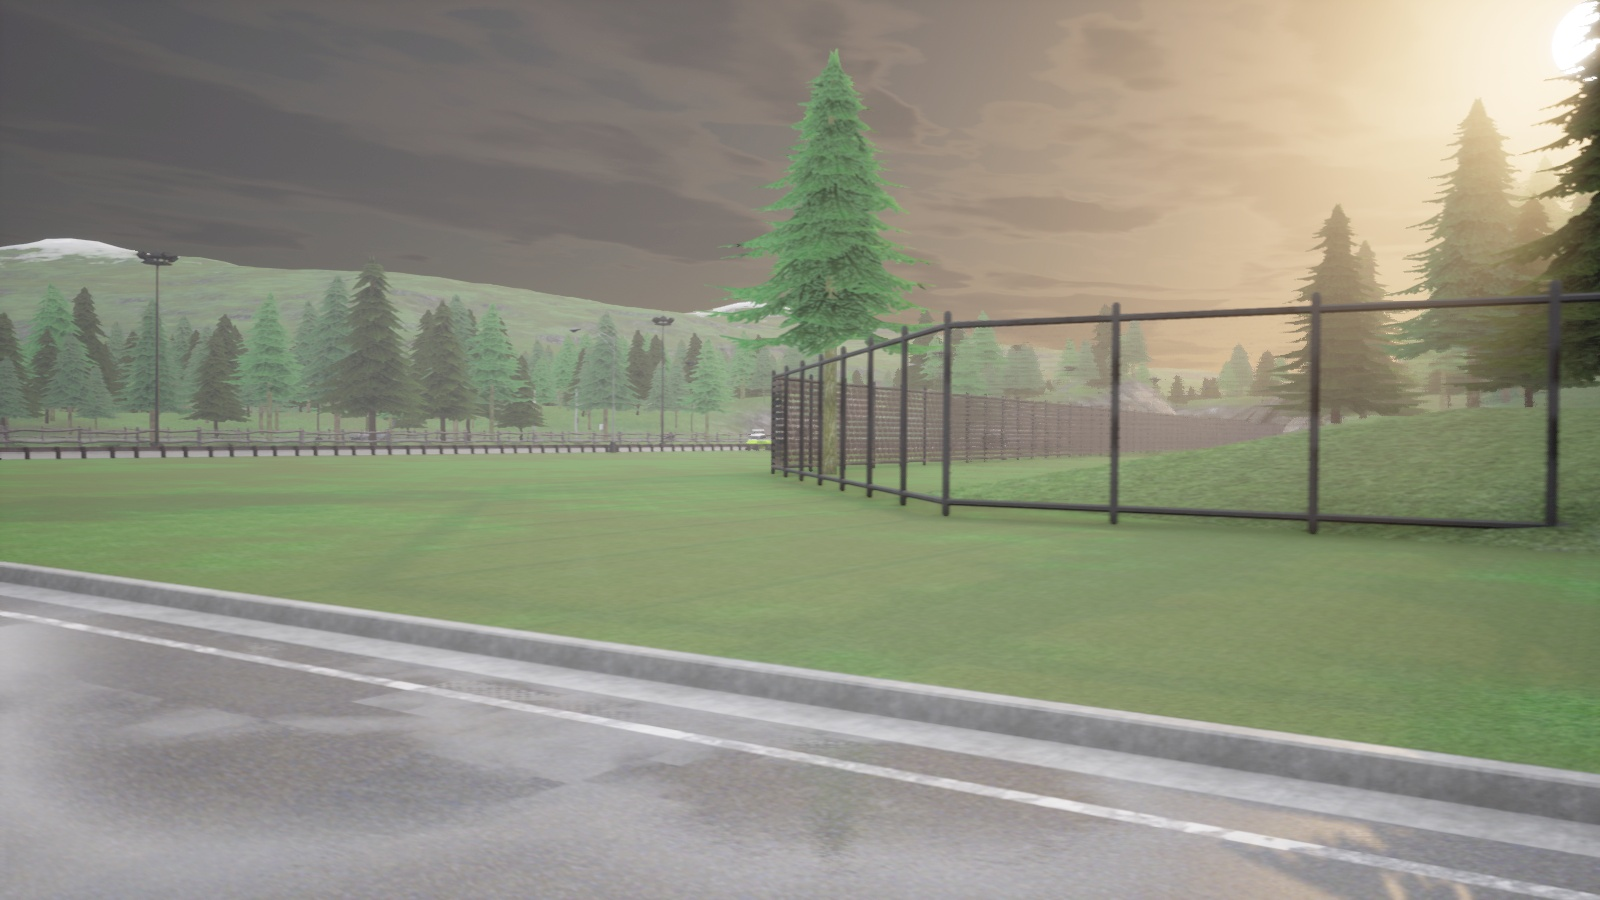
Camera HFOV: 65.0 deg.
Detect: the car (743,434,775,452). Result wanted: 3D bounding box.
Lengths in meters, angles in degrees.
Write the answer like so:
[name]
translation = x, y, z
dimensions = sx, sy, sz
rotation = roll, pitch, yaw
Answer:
[car]
translation = -3.179, -0.526, 98.162
dimensions = 1.481, 1.376, 2.207
rotation = 0, 2, 33
